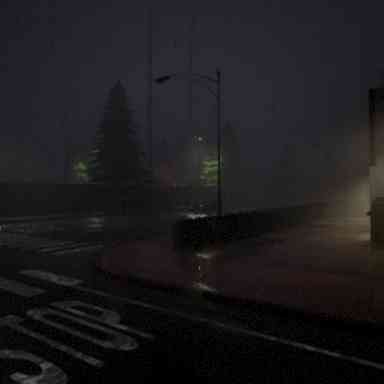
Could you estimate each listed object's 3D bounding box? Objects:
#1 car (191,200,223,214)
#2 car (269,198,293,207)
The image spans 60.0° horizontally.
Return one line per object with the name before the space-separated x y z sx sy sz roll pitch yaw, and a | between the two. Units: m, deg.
car | 1.738 1.659 37.023 1.812 1.442 4.674 0 0 36
car | 14.047 1.630 52.600 4.902 1.511 2.128 0 0 -44
